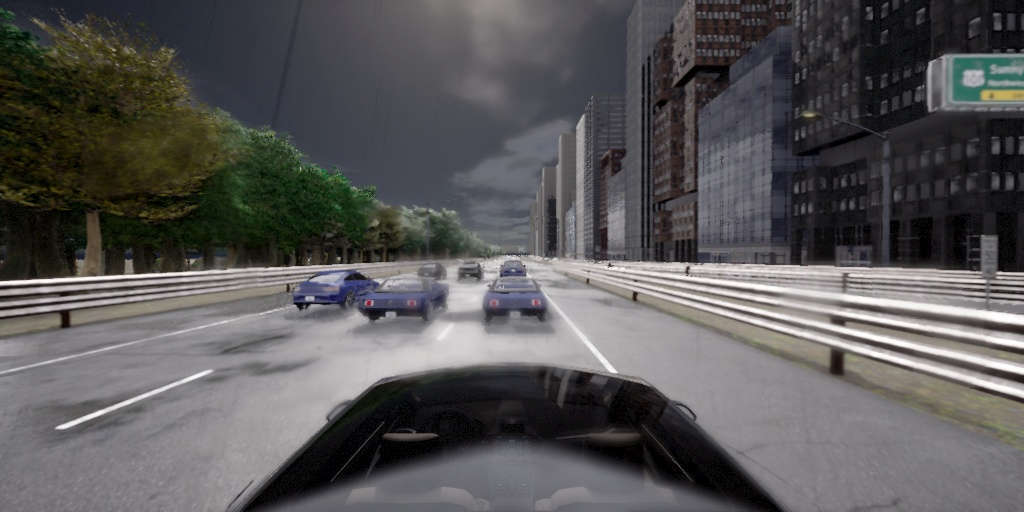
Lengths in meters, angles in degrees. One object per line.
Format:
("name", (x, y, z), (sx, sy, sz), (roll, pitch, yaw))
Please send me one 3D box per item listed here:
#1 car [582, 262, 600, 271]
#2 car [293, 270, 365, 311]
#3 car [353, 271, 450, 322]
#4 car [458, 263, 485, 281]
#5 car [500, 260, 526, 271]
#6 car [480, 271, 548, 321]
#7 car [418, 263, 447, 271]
("car", (11.085, 1.451, 48.659), (1.994, 1.385, 4.181), (0, 0, -14))
("car", (-6.900, 1.291, 14.547), (1.812, 1.442, 4.674), (0, 0, 0))
("car", (-3.400, 1.364, 12.342), (1.895, 1.301, 4.718), (0, 0, 0))
("car", (-3.401, 1.297, 30.284), (1.837, 1.490, 4.892), (0, 0, 0))
("car", (0.097, 1.144, 29.924), (2.097, 1.767, 4.553), (0, 0, 0))
("car", (0.099, 1.364, 12.371), (1.895, 1.301, 4.718), (0, 0, 0))
("car", (-6.904, 1.320, 31.254), (1.812, 1.442, 4.674), (0, 0, 0))
